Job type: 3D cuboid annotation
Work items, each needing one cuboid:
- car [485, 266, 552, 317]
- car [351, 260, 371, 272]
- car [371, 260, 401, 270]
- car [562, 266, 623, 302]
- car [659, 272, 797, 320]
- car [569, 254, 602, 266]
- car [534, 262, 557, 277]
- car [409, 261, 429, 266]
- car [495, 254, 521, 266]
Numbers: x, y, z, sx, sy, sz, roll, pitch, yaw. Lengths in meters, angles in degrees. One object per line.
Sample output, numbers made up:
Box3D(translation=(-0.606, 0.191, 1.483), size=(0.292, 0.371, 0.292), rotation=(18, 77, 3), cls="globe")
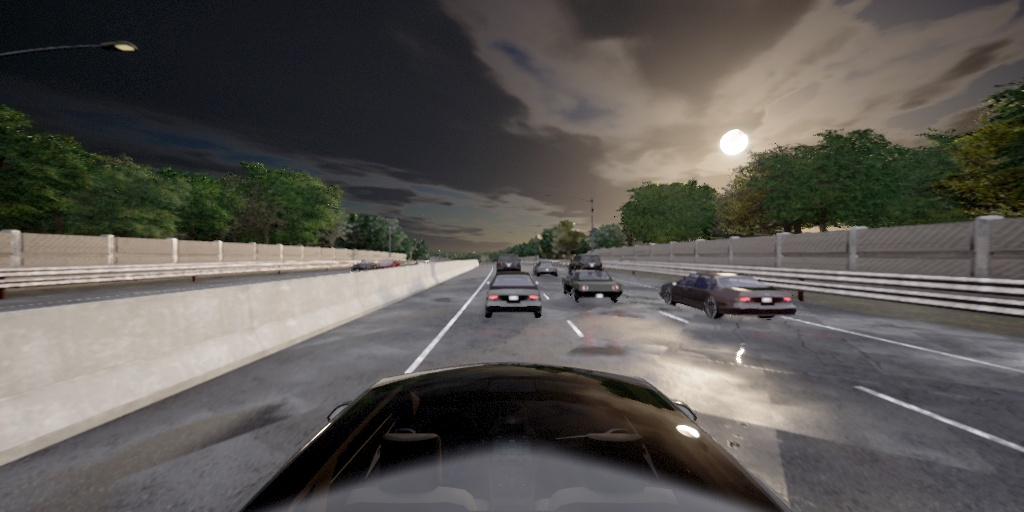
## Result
Box3D(translation=(0.033, 1.261, 12.922), size=(2.033, 1.411, 5.357), rotation=(0, 0, 0), cls="car")
Box3D(translation=(-18.432, 1.267, 45.264), size=(2.033, 1.411, 5.357), rotation=(0, 0, -2), cls="car")
Box3D(translation=(-14.860, 1.180, 43.217), size=(1.882, 1.535, 5.008), rotation=(0, 0, -2), cls="car")
Box3D(translation=(3.487, 1.302, 16.585), size=(1.895, 1.301, 4.718), rotation=(0, 0, -1), cls="car")
Box3D(translation=(7.038, 1.260, 12.443), size=(2.033, 1.411, 5.357), rotation=(0, 0, 0), cls="car")
Box3D(translation=(6.662, 0.875, 32.875), size=(2.150, 2.045, 5.566), rotation=(0, 0, -2), cls="car")
Box3D(translation=(3.116, 1.219, 34.310), size=(1.994, 1.385, 4.181), rotation=(0, 0, -2), cls="car")
Box3D(translation=(-11.411, 1.311, 44.671), size=(1.895, 1.301, 4.718), rotation=(0, 0, -2), cls="car")
Box3D(translation=(-0.341, 0.878, 32.870), size=(2.150, 2.045, 5.566), rotation=(0, 0, -2), cls="car")
